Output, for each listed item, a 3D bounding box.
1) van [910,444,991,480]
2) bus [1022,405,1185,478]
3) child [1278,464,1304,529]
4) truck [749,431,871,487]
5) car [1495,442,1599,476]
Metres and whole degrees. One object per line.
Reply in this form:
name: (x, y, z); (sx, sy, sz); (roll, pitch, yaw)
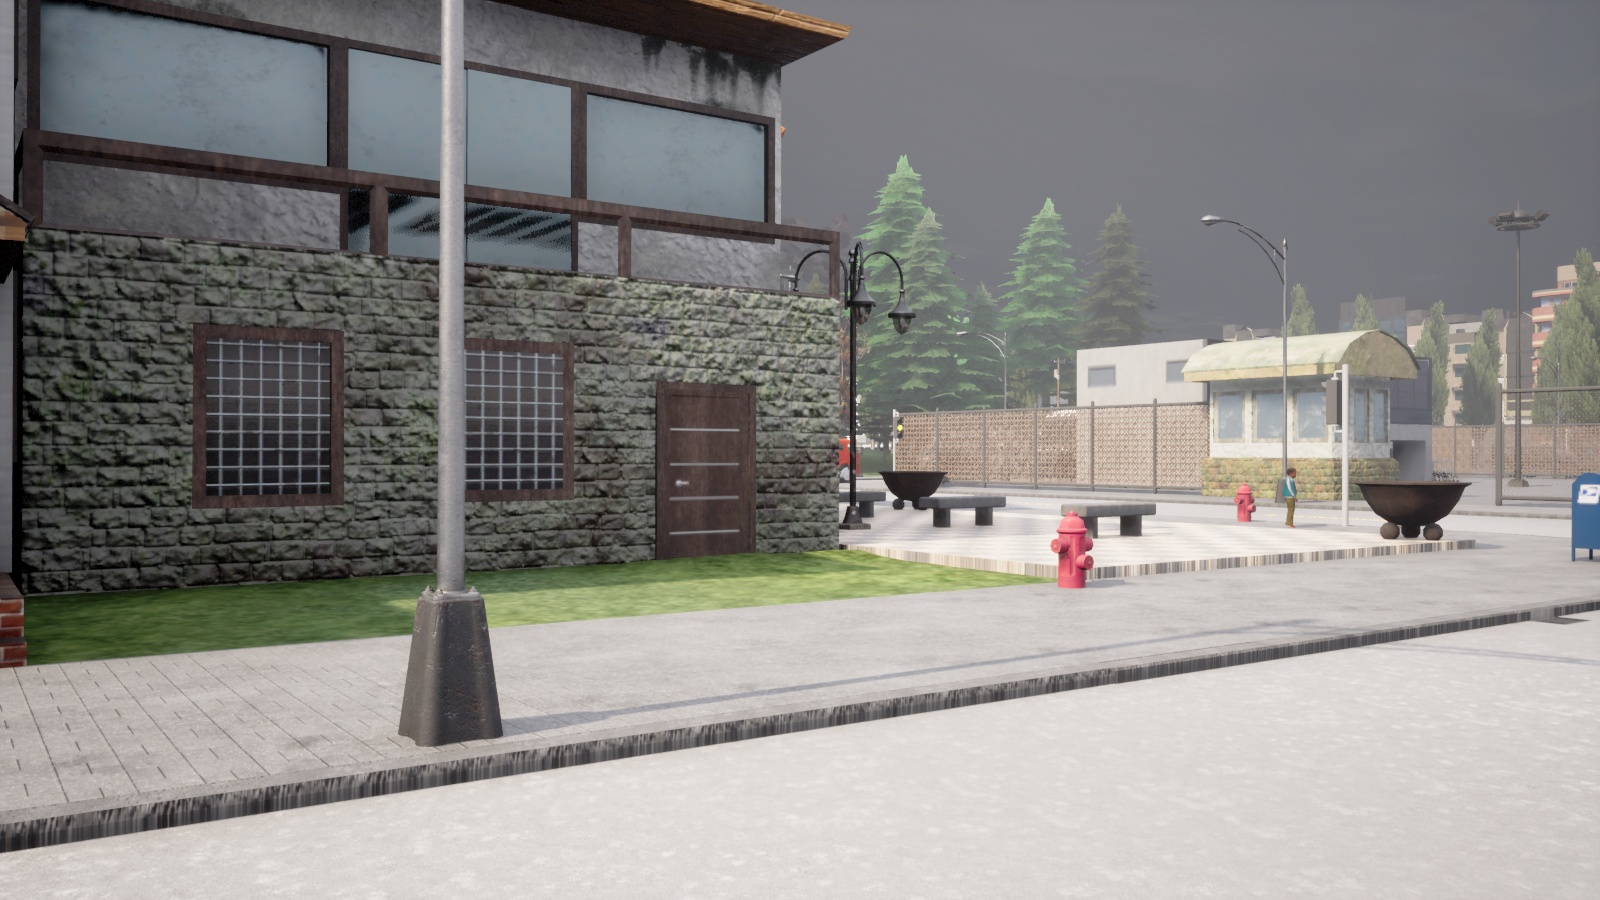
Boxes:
van: (8.448, 0.651, 70.230); (4.442, 1.987, 1.775); (0, 0, -35)
bus: (18.819, -0.482, 77.448); (10.273, 4.253, 3.944); (0, 0, -35)
child: (9.239, 0.870, 23.637); (0.448, 1.192, 0.343); (0, 0, 22)
truck: (0.493, 0.401, 58.445); (5.204, 2.467, 2.627); (0, 0, -38)
car: (46.417, 0.555, 77.679); (2.150, 2.045, 5.566); (0, 0, -34)
